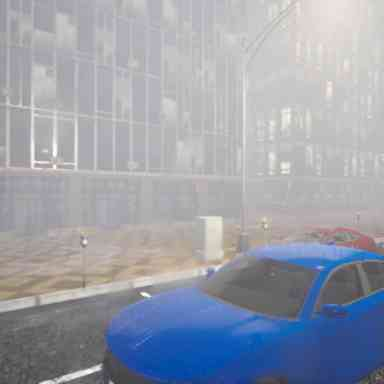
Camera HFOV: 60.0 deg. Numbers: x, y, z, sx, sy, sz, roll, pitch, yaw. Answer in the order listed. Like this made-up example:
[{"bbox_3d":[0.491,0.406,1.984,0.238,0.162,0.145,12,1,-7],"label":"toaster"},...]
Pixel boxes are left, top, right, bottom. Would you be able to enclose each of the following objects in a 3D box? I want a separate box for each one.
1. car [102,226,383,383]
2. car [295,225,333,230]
[{"bbox_3d":[1.364,1.474,4.349,5.008,1.535,1.882,0,0,-35],"label":"car"},{"bbox_3d":[3.402,1.574,8.979,4.206,1.307,1.802,0,0,-35],"label":"car"}]
